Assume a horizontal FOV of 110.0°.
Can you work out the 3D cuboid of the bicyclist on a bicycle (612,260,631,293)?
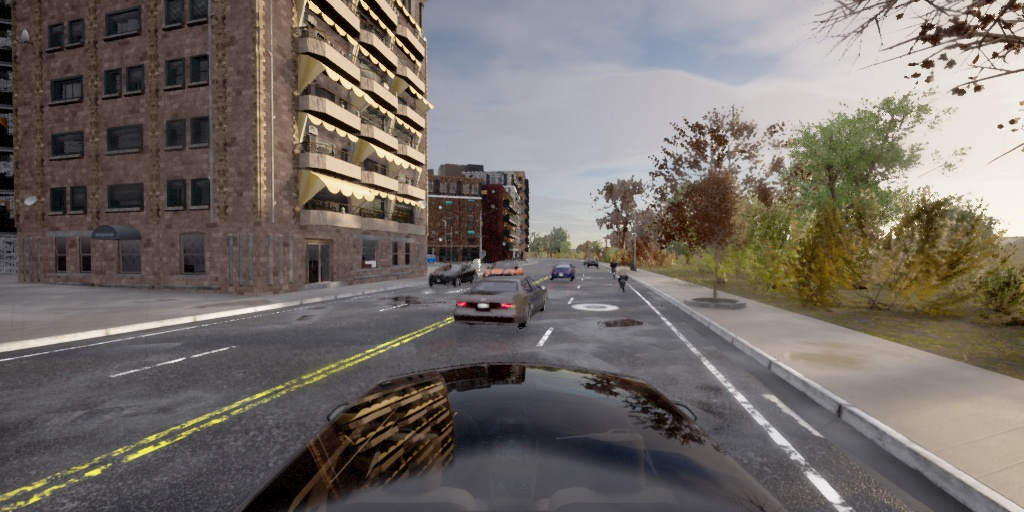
[{"bbox_3d":[6.124,1.181,19.763,0.866,1.612,1.509,0,0,13],"label":"bicyclist on a bicycle"}]

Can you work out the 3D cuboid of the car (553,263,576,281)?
[{"bbox_3d":[4.356,1.269,30.223,1.812,1.442,4.674,0,0,13],"label":"car"}]

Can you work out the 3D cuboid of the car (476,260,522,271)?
[{"bbox_3d":[-0.526,1.098,24.312,2.097,1.767,4.553,0,0,13],"label":"car"}]

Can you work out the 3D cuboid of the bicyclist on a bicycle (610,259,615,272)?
[{"bbox_3d":[8.296,1.112,29.311,0.659,1.776,1.843,0,0,13],"label":"bicyclist on a bicycle"}]

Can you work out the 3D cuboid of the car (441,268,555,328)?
[{"bbox_3d":[-0.100,1.295,11.426,2.033,1.411,5.357,0,0,14],"label":"car"}]

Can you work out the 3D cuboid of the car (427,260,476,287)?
[{"bbox_3d":[-3.886,1.225,24.190,1.882,1.535,5.008,0,0,13],"label":"car"}]

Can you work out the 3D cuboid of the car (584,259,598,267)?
[{"bbox_3d":[14.141,1.225,63.088,1.837,1.490,4.892,0,0,10],"label":"car"}]
